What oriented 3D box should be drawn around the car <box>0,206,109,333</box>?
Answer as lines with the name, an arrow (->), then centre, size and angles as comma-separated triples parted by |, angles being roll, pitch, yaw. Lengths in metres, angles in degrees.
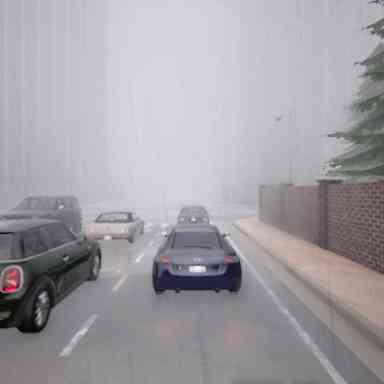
car -> -3.411, 1.334, 6.918 | 2.097, 1.767, 4.553 | 0, 0, 0

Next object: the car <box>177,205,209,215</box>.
car -> 0.080, 1.495, 19.960 | 2.033, 1.411, 5.357 | 0, 0, 0

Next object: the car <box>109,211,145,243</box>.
car -> -3.415, 1.559, 15.695 | 1.895, 1.301, 4.718 | 0, 0, 0

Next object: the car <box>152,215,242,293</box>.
car -> 0.093, 1.541, 8.813 | 1.994, 1.385, 4.181 | 0, 0, -1

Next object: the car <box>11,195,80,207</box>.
car -> -7.041, 1.182, 15.966 | 2.150, 2.045, 5.566 | 0, 0, 0
